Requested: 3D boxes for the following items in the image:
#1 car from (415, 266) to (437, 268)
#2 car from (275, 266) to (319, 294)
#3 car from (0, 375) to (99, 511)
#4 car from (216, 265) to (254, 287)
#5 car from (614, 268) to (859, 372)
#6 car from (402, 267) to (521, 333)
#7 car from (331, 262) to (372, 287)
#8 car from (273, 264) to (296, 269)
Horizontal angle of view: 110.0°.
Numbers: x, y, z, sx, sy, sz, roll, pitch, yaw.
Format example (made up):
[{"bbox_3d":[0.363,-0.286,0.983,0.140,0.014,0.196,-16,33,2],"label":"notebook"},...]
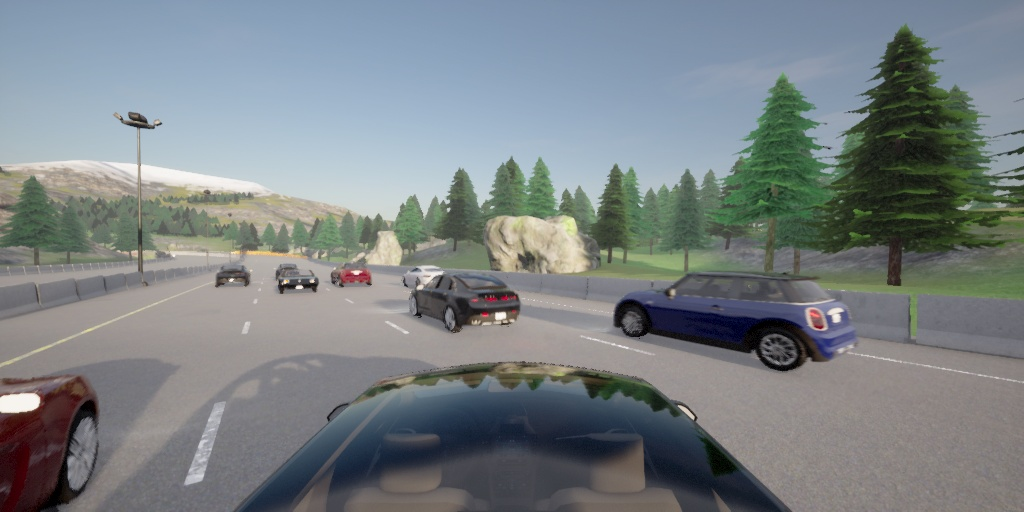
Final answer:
[{"bbox_3d":[-5.602,1.340,23.163,1.812,1.442,4.674,0,0,-34],"label":"car"},{"bbox_3d":[-12.712,1.423,21.191,1.895,1.301,4.718,0,-1,-34],"label":"car"},{"bbox_3d":[-3.428,1.222,1.127,1.882,1.535,5.008,0,0,-34],"label":"car"},{"bbox_3d":[-20.518,1.400,26.520,1.837,1.490,4.892,0,0,-34],"label":"car"},{"bbox_3d":[4.544,1.110,8.088,2.097,1.767,4.553,0,0,-34],"label":"car"},{"bbox_3d":[-1.634,1.261,11.000,1.837,1.490,4.892,0,0,-34],"label":"car"},{"bbox_3d":[-11.672,1.207,25.913,2.097,1.767,4.553,0,-1,-34],"label":"car"},{"bbox_3d":[-20.827,1.456,33.249,1.837,1.490,4.892,0,0,-34],"label":"car"}]
